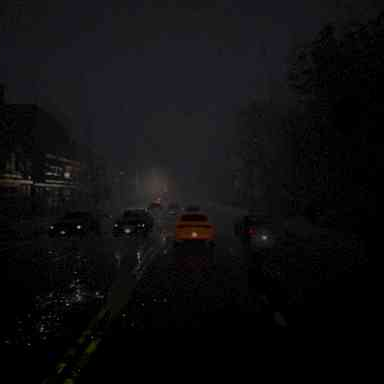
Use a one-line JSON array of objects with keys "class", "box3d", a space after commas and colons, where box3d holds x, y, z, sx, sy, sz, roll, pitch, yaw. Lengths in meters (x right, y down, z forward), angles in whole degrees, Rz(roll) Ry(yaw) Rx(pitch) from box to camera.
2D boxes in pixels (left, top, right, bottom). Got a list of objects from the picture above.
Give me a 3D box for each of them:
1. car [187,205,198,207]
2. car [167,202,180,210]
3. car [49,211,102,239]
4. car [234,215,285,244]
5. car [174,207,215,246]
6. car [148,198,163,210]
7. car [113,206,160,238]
[{"class": "car", "box3d": [0.106, 2.126, 35.791, 1.994, 1.385, 4.181, 0, -1, 0]}, {"class": "car", "box3d": [-3.282, 2.472, 60.314, 1.812, 1.442, 4.674, 0, -1, 1]}, {"class": "car", "box3d": [-6.597, 1.831, 19.339, 1.812, 1.442, 4.674, 0, -1, 0]}, {"class": "car", "box3d": [3.352, 1.876, 17.470, 1.895, 1.301, 4.718, 0, -1, 0]}, {"class": "car", "box3d": [0.102, 1.745, 16.968, 1.882, 1.535, 5.008, 0, -1, 0]}, {"class": "car", "box3d": [-6.528, 2.158, 59.825, 2.150, 2.045, 5.566, 0, -1, 1]}, {"class": "car", "box3d": [-3.346, 1.803, 19.769, 2.128, 1.511, 4.902, 0, -1, 0]}]
